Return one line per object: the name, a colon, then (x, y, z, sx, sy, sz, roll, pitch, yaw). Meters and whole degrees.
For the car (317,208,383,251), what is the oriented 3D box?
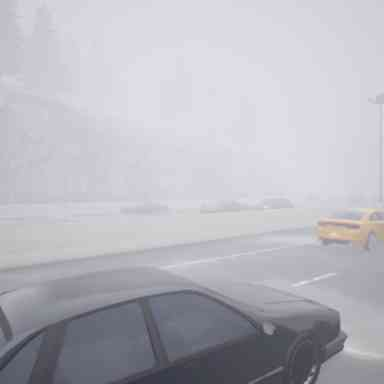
car: (7.225, 1.429, 14.050, 5.008, 1.535, 1.882, 0, 0, -40)

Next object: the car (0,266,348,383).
car: (-0.624, 1.548, 3.384, 5.357, 1.411, 2.033, 0, 0, -36)

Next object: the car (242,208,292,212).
car: (6.619, 1.291, 27.813, 4.553, 1.767, 2.097, 0, 0, -43)

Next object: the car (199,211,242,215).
car: (3.027, 1.502, 29.202, 5.357, 1.411, 2.033, 0, 0, -42)
